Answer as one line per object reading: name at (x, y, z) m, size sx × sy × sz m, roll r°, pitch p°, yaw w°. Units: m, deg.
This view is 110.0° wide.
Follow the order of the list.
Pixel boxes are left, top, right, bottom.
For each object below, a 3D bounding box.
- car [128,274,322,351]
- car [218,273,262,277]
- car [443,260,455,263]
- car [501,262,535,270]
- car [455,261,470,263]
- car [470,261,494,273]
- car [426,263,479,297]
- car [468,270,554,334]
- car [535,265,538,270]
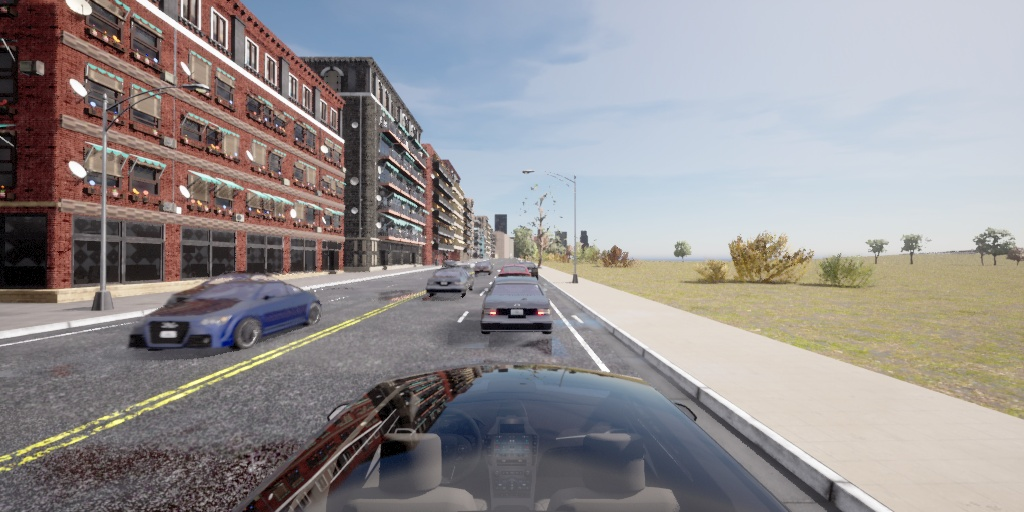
car at (-6.587, 1.315, 8.870) m, size 1.994 × 1.385 × 4.181 m, roll 0°, pitch 0°, yaw 0°
car at (-9.827, 1.316, 12.901) m, size 1.994 × 1.385 × 4.181 m, roll 0°, pitch 0°, yaw 0°
car at (-9.720, 1.317, 55.994) m, size 1.994 × 1.385 × 4.181 m, roll 0°, pitch 0°, yaw 0°
car at (0.144, 1.231, 21.080) m, size 1.882 × 1.535 × 5.008 m, roll 0°, pitch 0°, yaw 0°
car at (-6.490, 1.354, 50.943) m, size 1.895 × 1.301 × 4.718 m, roll 0°, pitch 0°, yaw 0°
car at (-3.073, 1.302, 39.366) m, size 2.033 × 1.411 × 5.357 m, roll 0°, pitch 0°, yaw 0°
car at (-3.108, 1.300, 18.738) m, size 2.033 × 1.411 × 5.357 m, roll 0°, pitch 0°, yaw -1°
car at (0.118, 1.299, 10.540) m, size 2.033 × 1.411 × 5.357 m, roll 0°, pitch 0°, yaw 0°
car at (1.200, 1.232, 30.517) m, size 1.882 × 1.535 × 5.008 m, roll 0°, pitch 0°, yaw 0°
